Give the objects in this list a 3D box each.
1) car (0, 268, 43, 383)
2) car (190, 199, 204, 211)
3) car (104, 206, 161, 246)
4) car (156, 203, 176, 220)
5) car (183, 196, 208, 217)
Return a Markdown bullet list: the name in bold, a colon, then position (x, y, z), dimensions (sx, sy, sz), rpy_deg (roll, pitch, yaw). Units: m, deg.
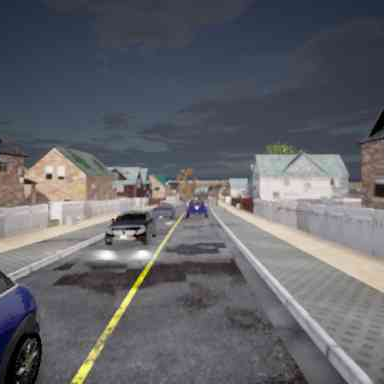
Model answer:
- **car**: position (-2.833, 1.358, 2.048), dimensions (2.097, 1.767, 4.553), rpy_deg (0, 0, 0)
- **car**: position (0.758, 1.786, 45.400), dimensions (1.812, 1.442, 4.674), rpy_deg (0, 0, 2)
- **car**: position (-2.743, 1.586, 15.801), dimensions (1.812, 1.442, 4.674), rpy_deg (0, 0, 1)
- **car**: position (-2.475, 1.696, 30.212), dimensions (2.033, 1.411, 5.357), rpy_deg (0, 0, 2)
- **car**: position (0.506, 1.523, 33.022), dimensions (2.097, 1.767, 4.553), rpy_deg (0, 0, 1)
